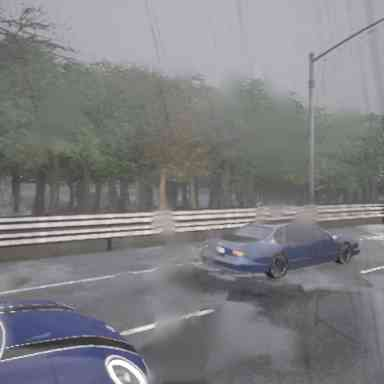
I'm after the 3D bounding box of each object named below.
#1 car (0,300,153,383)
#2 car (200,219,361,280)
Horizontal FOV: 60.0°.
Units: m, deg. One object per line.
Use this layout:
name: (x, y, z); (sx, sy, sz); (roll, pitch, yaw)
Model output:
car: (-2.443, 1.344, 1.973); (4.553, 1.767, 2.097); (0, 0, -36)
car: (2.815, 1.537, 9.945); (5.357, 1.411, 2.033); (0, 0, -34)
